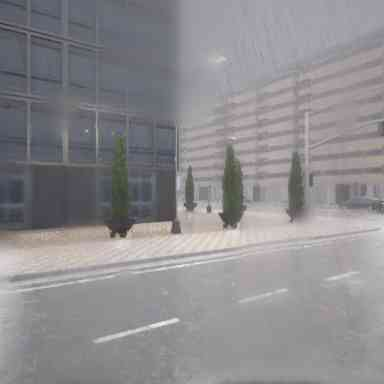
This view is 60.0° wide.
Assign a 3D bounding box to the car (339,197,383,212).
[{"bbox_3d":[19.330,1.364,37.932,1.837,1.490,4.892,0,0,-35],"label":"car"}]
